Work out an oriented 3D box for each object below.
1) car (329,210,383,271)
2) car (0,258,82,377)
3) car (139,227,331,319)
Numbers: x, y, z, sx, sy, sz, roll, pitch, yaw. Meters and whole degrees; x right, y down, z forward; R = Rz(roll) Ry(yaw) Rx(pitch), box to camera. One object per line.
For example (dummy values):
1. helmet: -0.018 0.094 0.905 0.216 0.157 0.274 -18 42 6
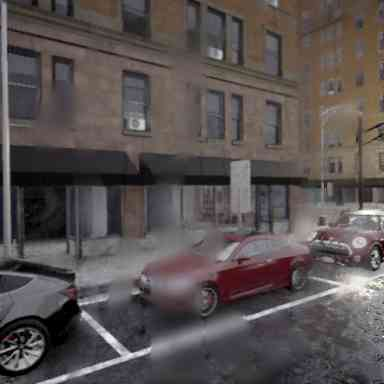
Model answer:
1. car: 5.388 1.331 10.383 4.097 1.590 1.967 -1 0 -36
2. car: -3.565 1.574 3.990 4.313 1.339 1.947 -1 0 -36
3. car: 0.912 1.531 7.187 4.206 1.307 1.802 -1 0 -36
